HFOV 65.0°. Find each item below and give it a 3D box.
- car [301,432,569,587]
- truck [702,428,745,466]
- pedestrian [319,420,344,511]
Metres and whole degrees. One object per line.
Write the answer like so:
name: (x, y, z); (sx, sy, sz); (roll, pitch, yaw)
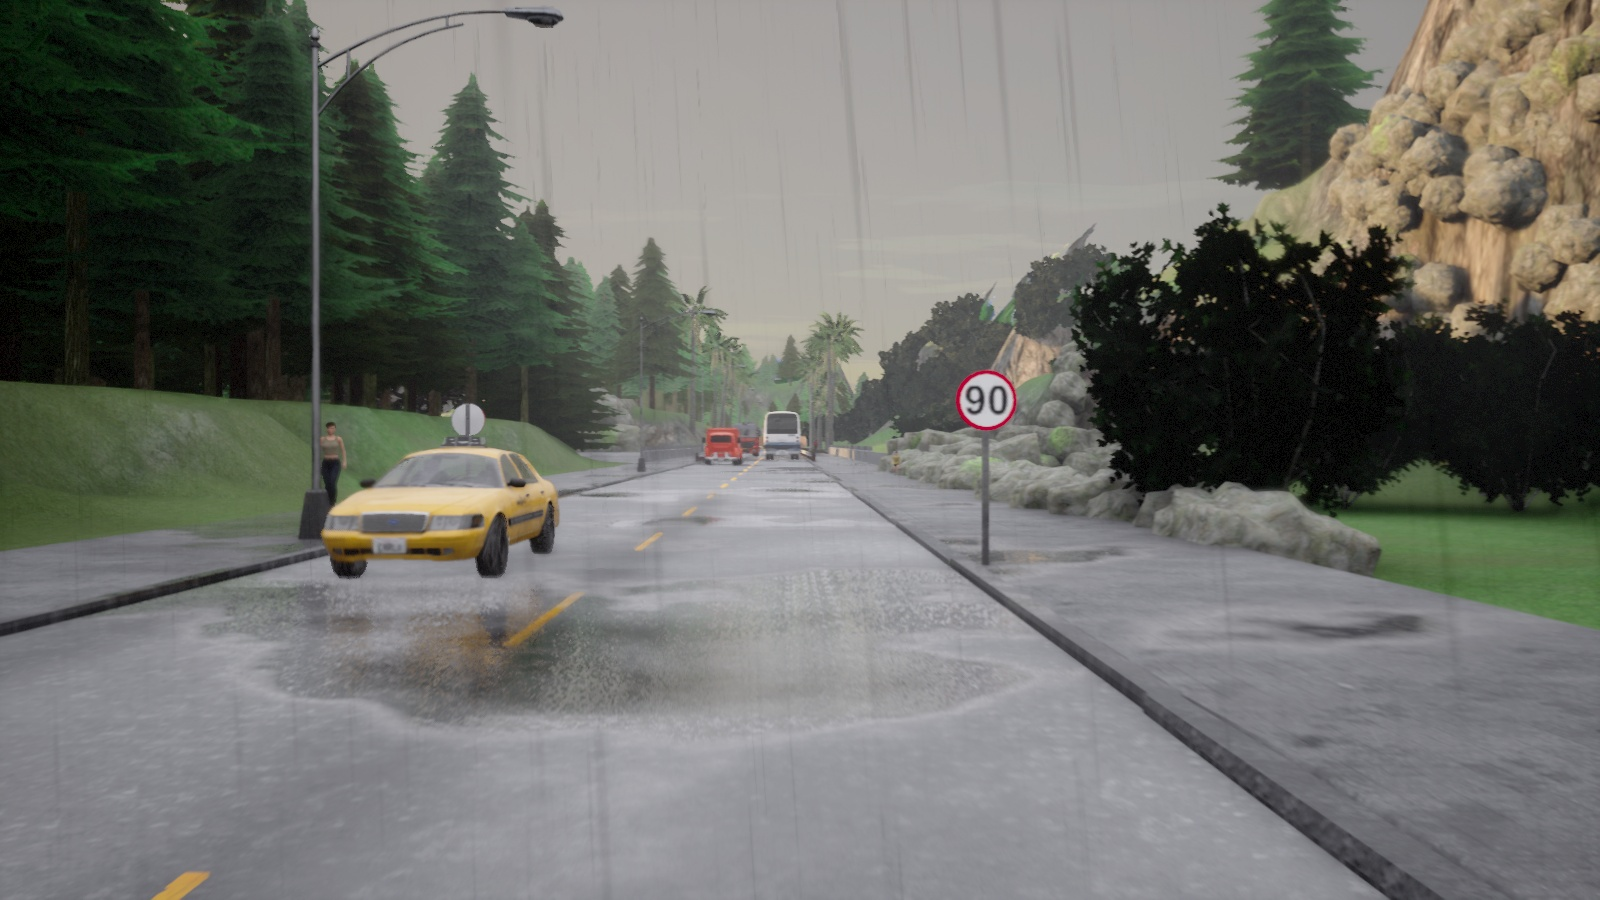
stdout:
car: (-4.197, 0.596, 15.441); (1.801, 1.575, 5.366); (0, 0, -1)
truck: (-5.131, -0.221, 84.574); (2.627, 2.467, 5.204); (0, 0, -1)
pedestrian: (-9.535, 0.306, 25.544); (0.345, 1.836, 0.594); (0, 0, -7)
